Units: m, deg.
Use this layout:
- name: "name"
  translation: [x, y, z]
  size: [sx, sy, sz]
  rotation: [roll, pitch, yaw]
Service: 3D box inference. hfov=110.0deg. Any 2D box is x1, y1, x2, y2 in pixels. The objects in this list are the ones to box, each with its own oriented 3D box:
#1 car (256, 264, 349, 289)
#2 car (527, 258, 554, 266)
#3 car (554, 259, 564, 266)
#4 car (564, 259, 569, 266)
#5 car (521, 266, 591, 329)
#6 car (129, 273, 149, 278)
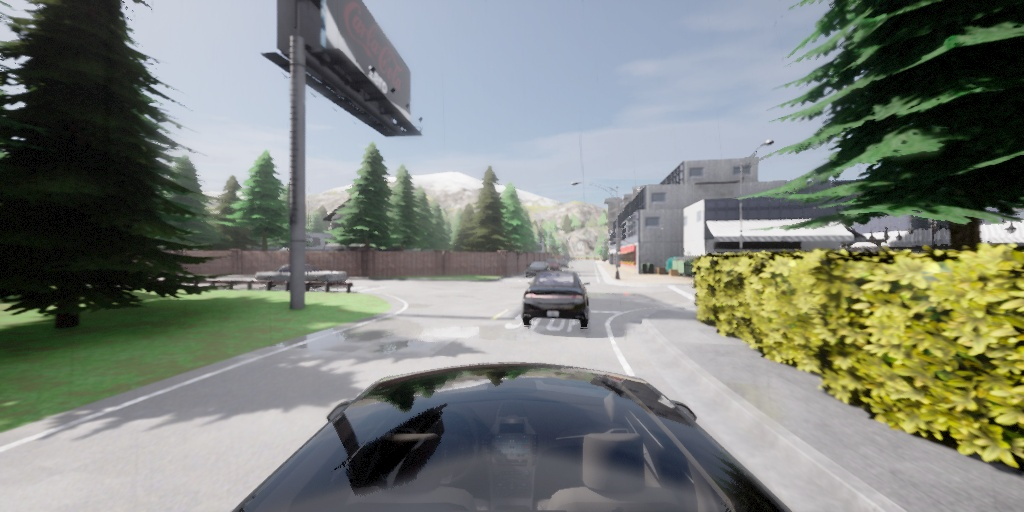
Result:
- name: "car"
  translation: [-11.906, 1.141, 20.532]
  size: [4.718, 1.301, 1.895]
  rotation: [0, 0, 11]
- name: "car"
  translation: [2.550, 1.231, 33.815]
  size: [1.882, 1.535, 5.008]
  rotation: [0, 0, 13]
- name: "car"
  translation: [4.769, 1.110, 43.675]
  size: [2.097, 1.767, 4.553]
  rotation: [0, 0, 13]
- name: "car"
  translation: [8.332, 1.271, 59.385]
  size: [1.837, 1.490, 4.892]
  rotation: [0, 0, 13]
- name: "car"
  translation: [1.457, 1.245, 11.427]
  size: [2.128, 1.511, 4.902]
  rotation: [0, 0, 10]
- name: "car"
  translation: [-26.498, 1.005, 23.534]
  size: [4.892, 1.490, 1.837]
  rotation: [0, 0, 12]
